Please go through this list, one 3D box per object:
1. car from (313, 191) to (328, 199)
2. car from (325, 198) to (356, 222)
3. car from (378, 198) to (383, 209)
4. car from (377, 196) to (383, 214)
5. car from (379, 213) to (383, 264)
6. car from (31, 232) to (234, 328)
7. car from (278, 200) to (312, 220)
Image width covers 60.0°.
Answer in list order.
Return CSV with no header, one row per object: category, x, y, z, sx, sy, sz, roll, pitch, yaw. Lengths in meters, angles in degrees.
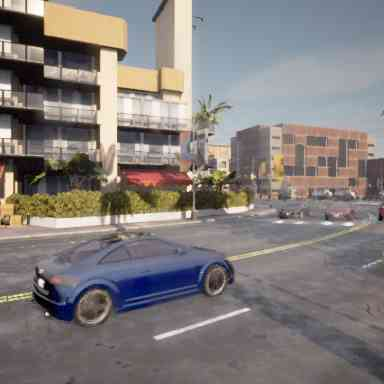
car,34.339,1.210,86.109,2.185,1.767,4.553,0,0,-24
car,12.030,1.513,26.781,1.812,1.442,4.674,0,0,32
car,25.415,1.508,42.167,1.812,1.442,4.674,0,0,9
car,16.431,1.341,27.077,2.097,1.767,4.553,0,0,31
car,7.395,1.452,9.956,5.366,1.575,1.801,0,0,-44
car,-1.076,1.558,7.071,4.181,1.385,1.994,0,0,-38
car,8.840,1.490,28.287,1.837,1.490,4.892,1,0,33
